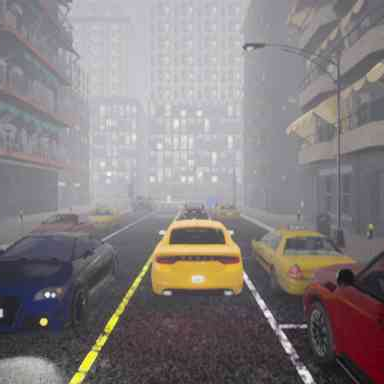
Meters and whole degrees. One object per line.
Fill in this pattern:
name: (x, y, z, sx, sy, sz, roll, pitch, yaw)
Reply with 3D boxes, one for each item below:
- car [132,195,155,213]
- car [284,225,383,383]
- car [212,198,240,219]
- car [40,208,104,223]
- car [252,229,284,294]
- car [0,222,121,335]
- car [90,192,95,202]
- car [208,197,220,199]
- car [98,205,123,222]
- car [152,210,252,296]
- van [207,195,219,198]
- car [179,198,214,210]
car: (-5.227, 1.233, 36.565, 2.192, 1.841, 5.009, 0, 0, 0)
car: (2.577, 1.308, 2.704, 2.192, 1.841, 5.009, 0, 0, 0)
car: (2.627, 1.466, 25.436, 1.752, 1.417, 4.829, 0, 0, 0)
car: (-5.279, 1.548, 14.003, 1.802, 1.307, 4.206, 0, 0, 0)
car: (2.589, 1.504, 8.515, 1.752, 1.417, 4.829, 0, 0, 0)
car: (-2.834, 1.547, 6.753, 1.994, 1.385, 4.181, 0, 0, 0)
car: (-20.731, 0.970, 62.216, 5.009, 1.841, 2.192, 1, -1, 0)
car: (2.640, 1.454, 31.076, 1.752, 1.417, 4.829, 0, 0, 0)
car: (-5.266, 1.479, 19.474, 1.752, 1.417, 4.829, 0, 0, 0)
car: (0.121, 1.456, 8.628, 1.882, 1.535, 5.008, 0, 0, 0)
van: (2.666, 1.249, 42.187, 1.690, 1.788, 3.998, 0, 0, 0)
car: (0.149, 1.437, 22.876, 2.128, 1.511, 4.902, 0, 0, 0)
